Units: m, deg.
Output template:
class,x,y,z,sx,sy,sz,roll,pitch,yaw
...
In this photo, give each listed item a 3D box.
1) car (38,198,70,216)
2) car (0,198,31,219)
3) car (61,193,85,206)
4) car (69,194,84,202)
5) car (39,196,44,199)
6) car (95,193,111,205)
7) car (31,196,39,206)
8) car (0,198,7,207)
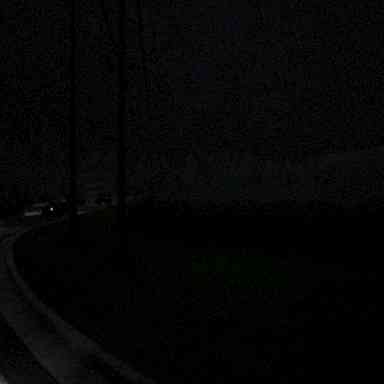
class,x,y,z,sx,sy,sz,roll,pitch,yaw
car,-13.176,1.550,32.712,1.994,1.385,4.181,0,0,-6
car,-16.348,1.477,29.103,2.128,1.511,4.902,0,0,-6
car,-18.845,1.201,53.766,2.150,2.045,5.566,0,0,-6
car,-24.015,1.282,69.101,1.882,1.535,5.008,0,0,-6
car,-30.798,1.511,66.674,2.033,1.411,5.357,0,0,-6
car,-15.969,1.202,60.111,2.150,2.045,5.566,0,0,-6
car,-25.585,1.577,50.851,1.895,1.301,4.718,0,0,-6
car,-28.813,1.577,48.020,1.895,1.301,4.718,0,0,-6
